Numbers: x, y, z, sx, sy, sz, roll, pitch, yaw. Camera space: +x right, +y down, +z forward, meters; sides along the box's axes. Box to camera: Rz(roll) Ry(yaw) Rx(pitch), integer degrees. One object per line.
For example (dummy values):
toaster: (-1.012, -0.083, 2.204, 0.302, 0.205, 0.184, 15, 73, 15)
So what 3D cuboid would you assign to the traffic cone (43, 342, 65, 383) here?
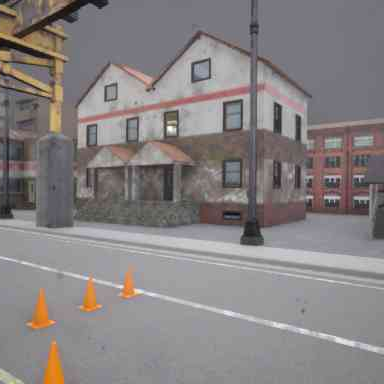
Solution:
traffic cone: (-1.520, 1.952, 3.657, 0.340, 0.580, 0.340, 0, 0, 36)

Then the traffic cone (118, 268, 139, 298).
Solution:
traffic cone: (-1.386, 1.949, 7.260, 0.340, 0.580, 0.340, 0, 0, 36)

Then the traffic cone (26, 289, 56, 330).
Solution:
traffic cone: (-2.557, 1.949, 5.638, 0.340, 0.580, 0.340, 0, 0, 36)

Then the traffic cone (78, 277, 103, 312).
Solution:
traffic cone: (-1.972, 1.949, 6.449, 0.340, 0.580, 0.340, 0, 0, 36)
